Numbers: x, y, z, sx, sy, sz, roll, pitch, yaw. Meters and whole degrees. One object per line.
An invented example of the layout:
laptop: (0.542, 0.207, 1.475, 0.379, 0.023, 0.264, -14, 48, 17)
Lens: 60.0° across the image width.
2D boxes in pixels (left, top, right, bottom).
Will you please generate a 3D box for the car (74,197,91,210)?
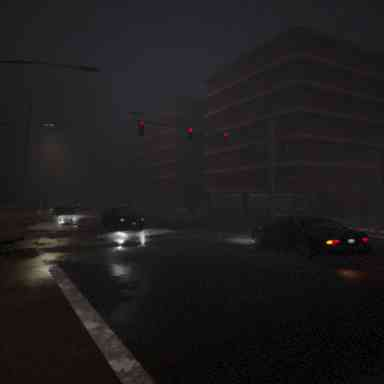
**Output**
car: (-16.679, 1.970, 49.125, 2.128, 1.511, 4.902, 0, 0, -31)

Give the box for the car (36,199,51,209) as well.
car: (-24.839, 1.989, 55.737, 2.097, 1.767, 4.553, 0, -1, -32)

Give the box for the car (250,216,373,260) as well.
car: (4.274, 1.629, 12.956, 2.033, 1.411, 5.357, 0, -1, -18)

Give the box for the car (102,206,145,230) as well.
car: (-4.894, 1.737, 23.079, 1.812, 1.442, 4.674, 0, 0, -32)

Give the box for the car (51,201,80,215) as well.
car: (-15.162, 1.997, 39.766, 1.895, 1.301, 4.718, 0, -1, -31)
